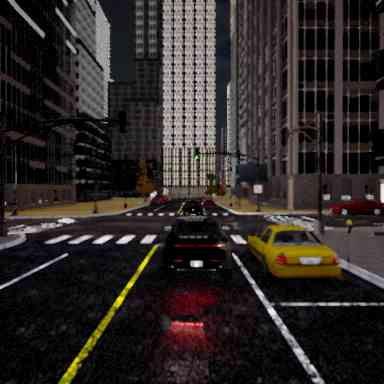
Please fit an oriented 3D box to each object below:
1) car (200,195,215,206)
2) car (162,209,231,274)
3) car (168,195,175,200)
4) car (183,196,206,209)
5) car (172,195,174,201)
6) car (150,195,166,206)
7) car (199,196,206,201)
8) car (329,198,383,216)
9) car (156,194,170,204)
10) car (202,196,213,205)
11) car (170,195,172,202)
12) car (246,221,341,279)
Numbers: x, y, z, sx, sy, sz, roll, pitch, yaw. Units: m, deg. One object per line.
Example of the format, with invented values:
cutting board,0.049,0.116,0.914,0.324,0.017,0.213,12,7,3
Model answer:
car,2.688,1.448,53.211,1.967,1.590,4.097,-1,0,0
car,0.163,1.505,10.531,1.837,1.490,4.892,0,0,1
car,-5.686,1.600,92.130,1.802,1.307,4.206,-1,0,0
car,0.105,1.481,32.887,1.882,1.535,5.008,0,0,0
car,-5.689,1.539,75.281,1.752,1.417,4.829,-1,0,0
car,-5.691,1.553,53.213,1.887,1.381,4.507,-1,0,0
car,2.694,1.599,86.569,1.802,1.307,4.206,-1,0,0
car,14.255,1.262,28.808,4.507,1.381,1.887,-1,1,0
car,-5.692,1.324,58.773,2.192,1.841,5.009,-1,0,0
car,2.690,1.535,58.941,1.752,1.417,4.829,-1,0,0
car,-5.692,1.326,64.333,2.192,1.841,5.009,-1,0,0
car,2.683,1.526,9.855,1.752,1.417,4.829,-1,0,0
